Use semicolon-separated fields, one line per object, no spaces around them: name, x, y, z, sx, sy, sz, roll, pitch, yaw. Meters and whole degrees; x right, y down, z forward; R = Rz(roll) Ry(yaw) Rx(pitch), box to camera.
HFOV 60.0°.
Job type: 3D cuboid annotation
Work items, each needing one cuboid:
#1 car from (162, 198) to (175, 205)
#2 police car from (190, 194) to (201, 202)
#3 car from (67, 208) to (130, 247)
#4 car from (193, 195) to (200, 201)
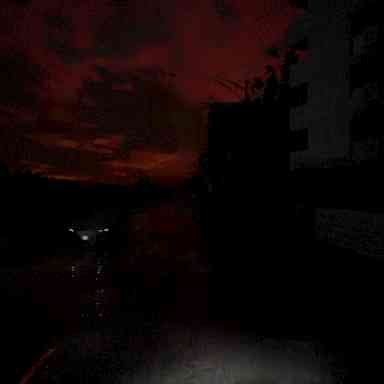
car;-4.055;1.627;57.751;1.895;1.301;4.718;0;0;1
police car;1.176;1.456;78.147;1.930;1.638;5.238;0;0;0
car;-4.103;1.498;15.203;2.128;1.511;4.902;0;0;0
car;1.186;1.497;88.226;1.801;1.575;5.366;0;0;0
